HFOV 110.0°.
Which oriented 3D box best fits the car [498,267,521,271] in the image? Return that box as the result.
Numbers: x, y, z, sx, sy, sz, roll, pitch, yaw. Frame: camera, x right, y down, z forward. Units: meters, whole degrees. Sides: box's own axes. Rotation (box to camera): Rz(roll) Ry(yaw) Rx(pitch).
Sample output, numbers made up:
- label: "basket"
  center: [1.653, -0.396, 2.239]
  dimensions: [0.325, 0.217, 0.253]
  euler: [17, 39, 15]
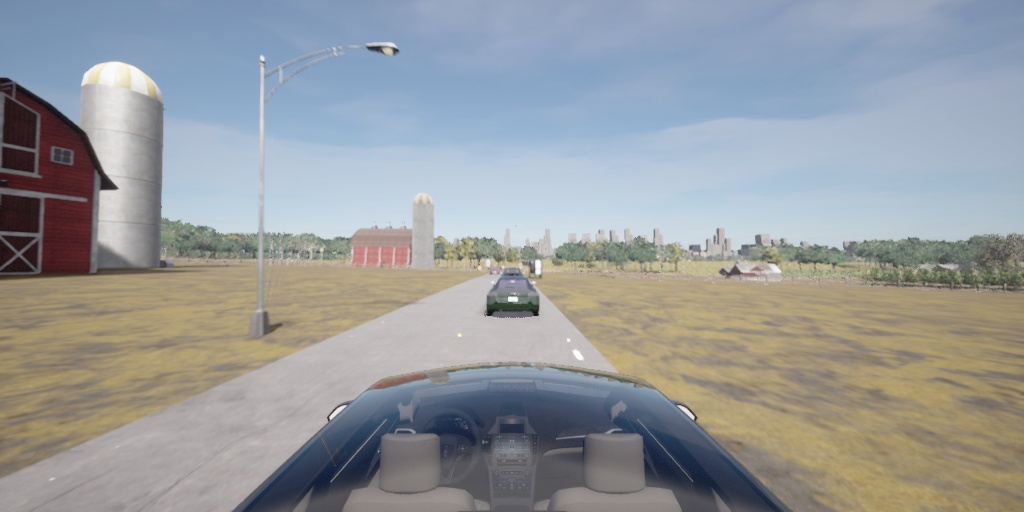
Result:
- label: "car"
  center: [0.050, 1.689, 29.319]
  dimensions: [1.837, 1.490, 4.892]
  euler: [0, -1, 0]

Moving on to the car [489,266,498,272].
- label: "car"
  center: [-2.780, 2.493, 60.655]
  dimensions: [1.812, 1.442, 4.674]
  euler: [0, -1, 1]

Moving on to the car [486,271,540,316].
- label: "car"
  center: [0.049, 1.483, 14.368]
  dimensions: [1.994, 1.385, 4.181]
  euler: [0, -1, 0]

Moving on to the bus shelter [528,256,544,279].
- label: "bus shelter"
  center: [3.134, 1.432, 45.591]
  dimensions: [1.920, 2.740, 3.880]
  euler: [0, 0, 0]
